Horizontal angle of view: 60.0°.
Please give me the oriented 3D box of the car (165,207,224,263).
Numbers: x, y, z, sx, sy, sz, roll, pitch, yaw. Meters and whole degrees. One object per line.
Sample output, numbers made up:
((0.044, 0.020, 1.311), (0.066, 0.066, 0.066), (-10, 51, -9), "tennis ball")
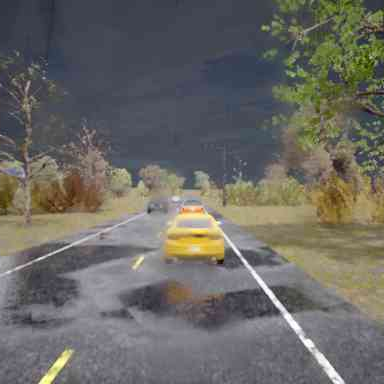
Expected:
((0.083, 1.542, 12.315), (1.882, 1.535, 5.008), (0, 0, 0), "car")

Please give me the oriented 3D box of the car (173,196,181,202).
((-3.703, 1.782, 82.342), (1.994, 1.385, 4.181), (0, 0, 0), "car")

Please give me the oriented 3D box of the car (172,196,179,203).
((-3.568, 1.662, 75.012), (1.812, 1.442, 4.674), (0, 0, -2), "car")

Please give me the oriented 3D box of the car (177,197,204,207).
((0.046, 1.505, 29.880), (2.097, 1.767, 4.553), (0, 0, 0), "car")

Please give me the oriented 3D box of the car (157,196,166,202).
((-7.150, 1.656, 78.872), (1.994, 1.385, 4.181), (0, 0, -3), "car")

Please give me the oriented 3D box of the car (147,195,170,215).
((-3.695, 1.404, 37.252), (2.150, 2.045, 5.566), (0, 0, -1), "car")
